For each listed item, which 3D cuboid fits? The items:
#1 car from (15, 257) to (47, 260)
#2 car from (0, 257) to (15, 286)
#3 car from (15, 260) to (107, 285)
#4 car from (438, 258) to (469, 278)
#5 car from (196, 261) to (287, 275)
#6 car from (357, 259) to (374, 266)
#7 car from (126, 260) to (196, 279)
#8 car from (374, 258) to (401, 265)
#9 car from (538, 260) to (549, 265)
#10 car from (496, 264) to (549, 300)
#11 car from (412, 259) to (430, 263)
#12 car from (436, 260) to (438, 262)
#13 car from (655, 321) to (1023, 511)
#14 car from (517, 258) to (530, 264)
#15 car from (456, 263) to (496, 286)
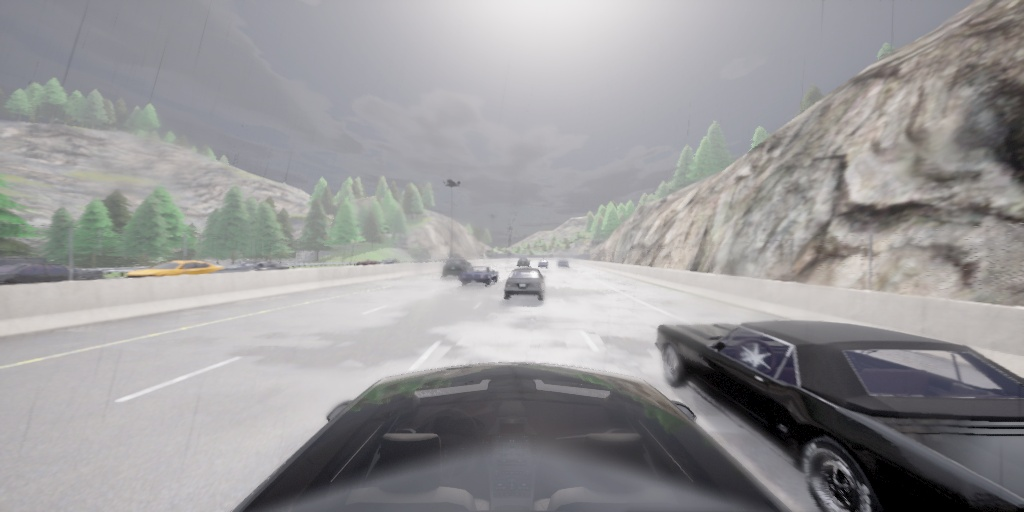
[{"bbox_3d":[-27.373,0.830,18.889,2.097,1.767,4.553,1,0,5],"label":"car"},{"bbox_3d":[-7.153,0.901,1.563,2.150,2.045,5.566,0,0,1],"label":"car"},{"bbox_3d":[-23.980,1.060,17.845,2.033,1.411,5.357,1,0,4],"label":"car"},{"bbox_3d":[-4.800,1.054,32.924,2.097,1.767,4.553,1,0,7],"label":"car"},{"bbox_3d":[-16.526,1.078,22.723,2.128,1.511,4.902,1,0,6],"label":"car"},{"bbox_3d":[-23.242,1.119,58.370,1.895,1.301,4.718,1,0,7],"label":"car"},{"bbox_3d":[-20.131,1.028,21.766,1.882,1.535,5.008,1,0,5],"label":"car"},{"bbox_3d":[-19.755,1.043,58.143,2.128,1.511,4.902,1,0,7],"label":"car"},{"bbox_3d":[5.562,1.353,63.369,2.033,1.411,5.357,1,0,6],"label":"car"},{"bbox_3d":[0.720,1.305,17.822,2.033,1.411,5.357,1,0,6],"label":"car"},{"bbox_3d":[-15.741,1.202,62.648,1.895,1.301,4.718,1,0,6],"label":"car"},{"bbox_3d":[-12.129,1.119,63.548,2.128,1.511,4.902,1,0,7],"label":"car"},{"bbox_3d":[3.322,1.384,3.993,1.895,1.301,4.718,1,0,1],"label":"car"},{"bbox_3d":[2.102,1.122,63.869,2.097,1.767,4.553,1,0,6],"label":"car"},{"bbox_3d":[-2.133,1.330,24.648,1.895,1.301,4.718,1,0,7],"label":"car"}]
